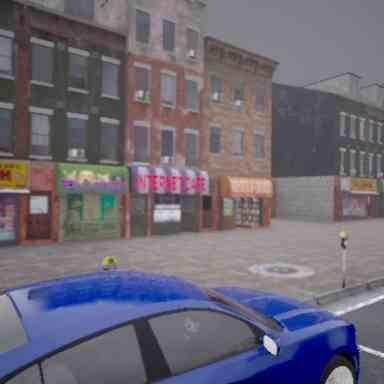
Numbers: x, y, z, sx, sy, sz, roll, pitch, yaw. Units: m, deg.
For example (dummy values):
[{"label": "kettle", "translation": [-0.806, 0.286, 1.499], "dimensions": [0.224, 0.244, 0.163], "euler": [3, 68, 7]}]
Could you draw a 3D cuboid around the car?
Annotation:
[{"label": "car", "translation": [-0.469, 1.489, 2.939], "dimensions": [5.008, 1.535, 1.882], "euler": [1, 0, -35]}]
